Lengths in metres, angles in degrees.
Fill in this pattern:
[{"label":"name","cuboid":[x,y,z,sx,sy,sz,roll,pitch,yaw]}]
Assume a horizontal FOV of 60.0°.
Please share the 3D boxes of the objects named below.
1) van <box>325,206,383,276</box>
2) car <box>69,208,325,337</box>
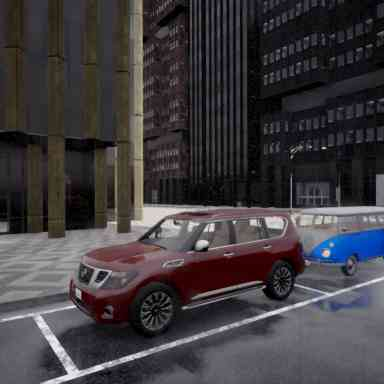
[{"label":"van","cuboid":[4.712,1.341,10.023,3.998,1.788,1.690,0,0,-36]},{"label":"car","cuboid":[0.216,1.315,6.813,5.009,1.841,2.192,0,0,-36]}]
